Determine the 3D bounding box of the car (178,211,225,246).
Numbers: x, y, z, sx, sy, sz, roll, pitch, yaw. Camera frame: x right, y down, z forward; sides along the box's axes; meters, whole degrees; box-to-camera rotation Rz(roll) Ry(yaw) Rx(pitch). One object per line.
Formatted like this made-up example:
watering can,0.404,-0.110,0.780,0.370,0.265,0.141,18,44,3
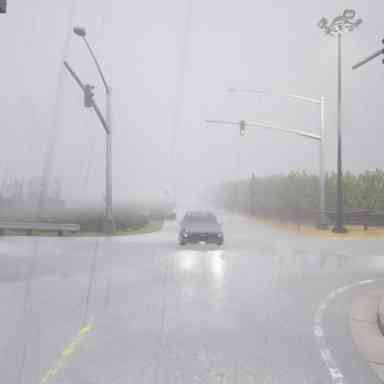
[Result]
car,0.373,1.606,15.725,2.033,1.411,5.357,0,0,-1
